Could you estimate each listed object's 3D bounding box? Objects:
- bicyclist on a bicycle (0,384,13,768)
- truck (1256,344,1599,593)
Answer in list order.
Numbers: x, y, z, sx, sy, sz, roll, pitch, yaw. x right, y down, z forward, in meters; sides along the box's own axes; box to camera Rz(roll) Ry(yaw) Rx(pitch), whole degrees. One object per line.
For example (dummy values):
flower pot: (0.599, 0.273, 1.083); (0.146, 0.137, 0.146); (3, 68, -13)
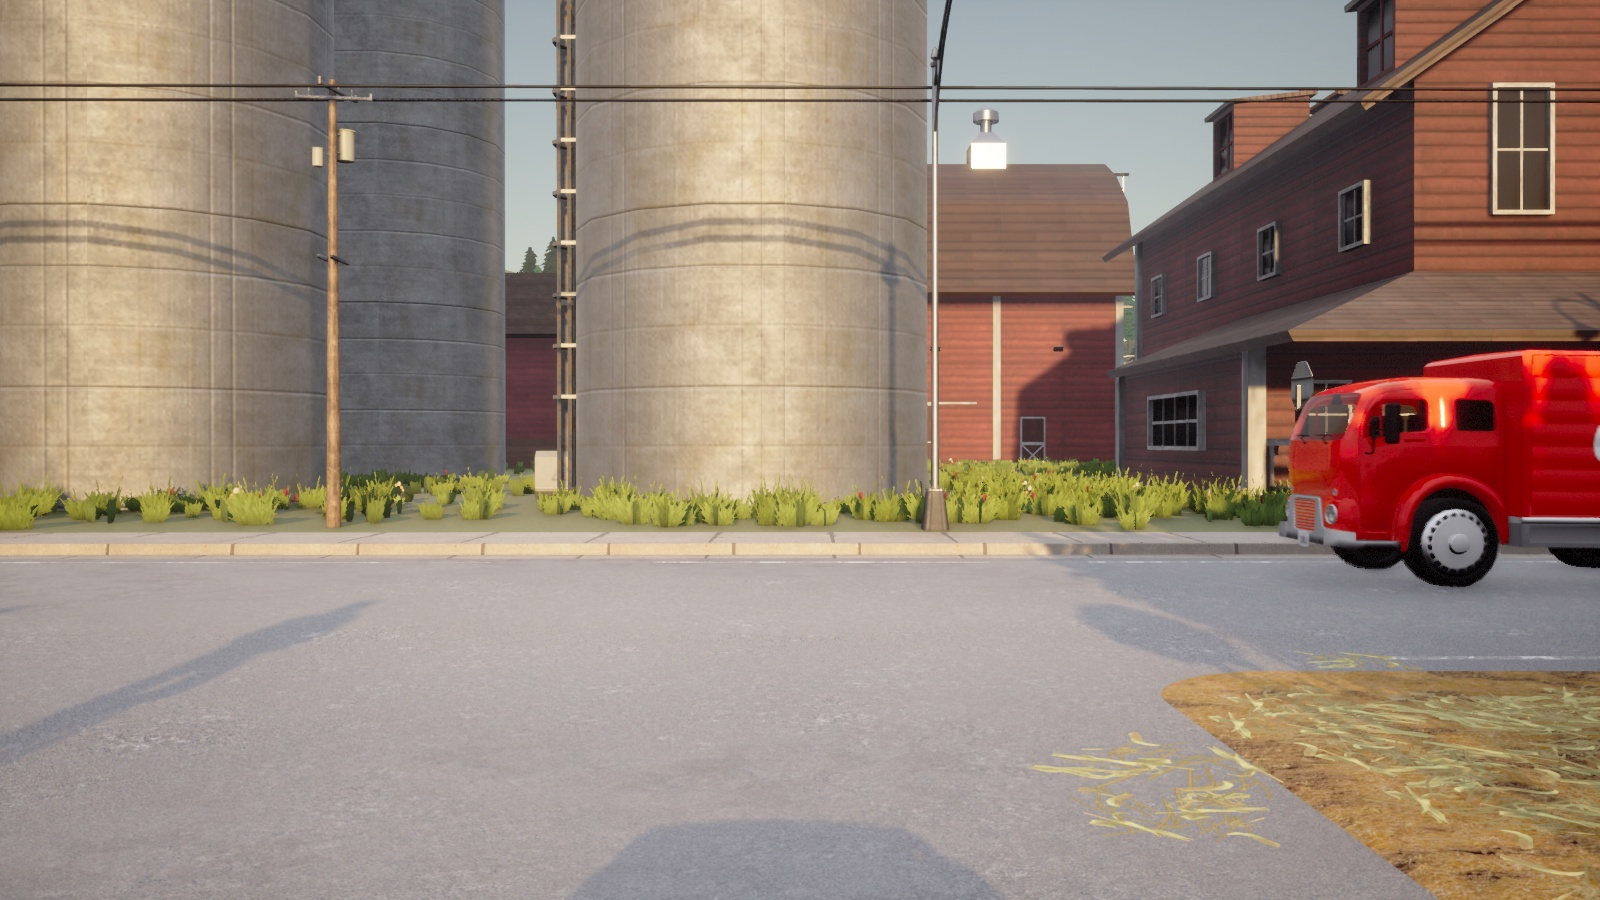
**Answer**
bicyclist on a bicycle: (-3.846, 0.586, 4.981); (0.659, 1.776, 1.843); (0, 0, -13)
truck: (8.158, 0.198, 13.928); (5.204, 2.467, 2.627); (1, 0, 0)
